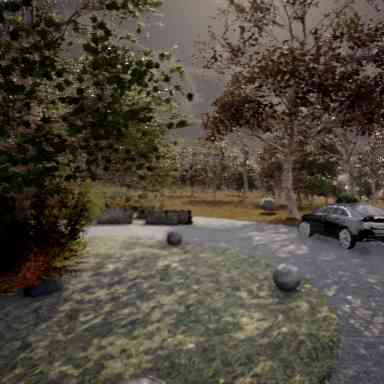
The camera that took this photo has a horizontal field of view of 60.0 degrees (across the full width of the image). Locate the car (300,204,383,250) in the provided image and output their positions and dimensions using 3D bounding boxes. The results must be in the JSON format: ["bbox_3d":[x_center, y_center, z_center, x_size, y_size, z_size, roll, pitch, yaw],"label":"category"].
[{"bbox_3d":[5.899,1.201,12.813,2.128,1.511,4.902,1,0,-8],"label":"car"}]
